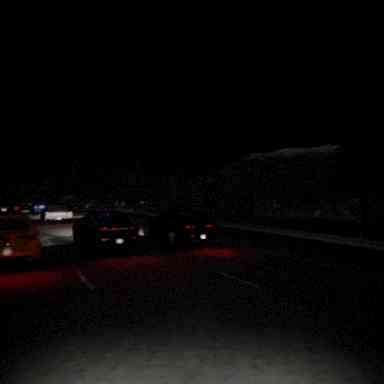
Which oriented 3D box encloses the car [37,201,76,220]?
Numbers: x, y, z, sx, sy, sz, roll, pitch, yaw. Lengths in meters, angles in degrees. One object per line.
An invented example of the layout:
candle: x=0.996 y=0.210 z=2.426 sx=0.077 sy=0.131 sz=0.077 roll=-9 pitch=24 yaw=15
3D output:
car: x=-10.848 y=1.671 z=26.415 sx=1.895 sy=1.301 sz=4.718 roll=0 pitch=0 yaw=-29

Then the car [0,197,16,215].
car: x=-20.346 y=1.427 z=35.985 sx=2.097 sy=1.767 sz=4.553 roll=0 pitch=0 yaw=-29

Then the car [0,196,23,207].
car: x=-13.664 y=1.274 z=24.280 sx=2.150 sy=2.045 sz=5.566 roll=0 pitch=0 yaw=-29

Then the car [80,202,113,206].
car: x=-7.673 y=1.564 z=27.906 sx=1.882 sy=1.535 sz=5.008 roll=0 pitch=0 yaw=-29

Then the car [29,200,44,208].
car: x=-16.867 y=1.639 z=36.927 sx=2.033 sy=1.411 sz=5.357 roll=0 pitch=0 yaw=-29

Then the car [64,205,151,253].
car: x=-3.740 y=1.536 z=13.946 sx=2.128 sy=1.511 sz=4.902 roll=0 pitch=0 yaw=-29

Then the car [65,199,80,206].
car: x=-14.339 y=1.589 z=39.580 sx=1.882 sy=1.535 sz=5.008 roll=0 pitch=0 yaw=-29

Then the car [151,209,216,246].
car: x=-0.712 y=1.565 z=15.700 sx=1.837 sy=1.490 sz=4.892 roll=0 pitch=0 yaw=-29

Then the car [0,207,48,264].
car: x=-6.295 y=1.503 z=11.343 sx=1.882 sy=1.535 sz=5.008 roll=0 pitch=0 yaw=-29
